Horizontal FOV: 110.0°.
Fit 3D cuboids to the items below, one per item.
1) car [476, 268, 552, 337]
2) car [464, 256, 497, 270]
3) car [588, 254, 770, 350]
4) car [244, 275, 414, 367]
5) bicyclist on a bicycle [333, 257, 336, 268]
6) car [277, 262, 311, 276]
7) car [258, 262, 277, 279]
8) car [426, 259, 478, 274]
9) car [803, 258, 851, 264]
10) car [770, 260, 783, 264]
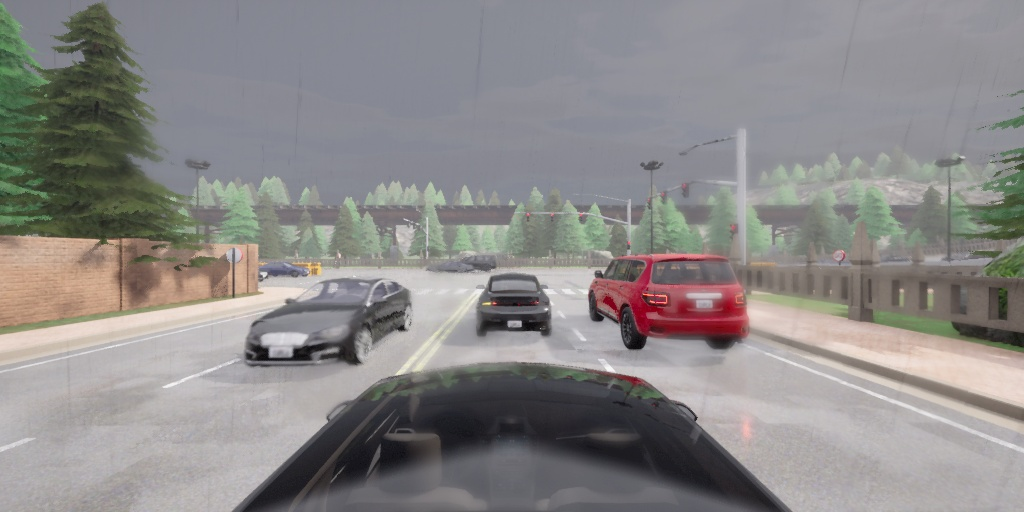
[{"bbox_3d":[0.021,1.255,10.334,1.837,1.490,4.892,0,0,-1],"label":"car"},{"bbox_3d":[-4.615,0.971,44.547,5.566,2.045,2.150,0,0,0],"label":"car"},{"bbox_3d":[3.517,0.971,9.233,2.150,2.045,5.566,0,0,0],"label":"car"},{"bbox_3d":[-3.622,1.241,8.061,2.128,1.511,4.902,0,0,0],"label":"car"},{"bbox_3d":[-27.410,1.051,55.790,0.582,1.620,1.656,0,0,0],"label":"bicyclist on a bicycle"},{"bbox_3d":[-21.555,1.276,33.817,4.674,1.442,1.812,0,0,0],"label":"car"},{"bbox_3d":[-20.932,1.242,26.804,4.902,1.511,2.128,0,0,0],"label":"car"},{"bbox_3d":[-6.985,1.297,41.042,5.357,1.411,2.033,0,0,0],"label":"car"},{"bbox_3d":[36.844,1.064,41.154,4.553,1.767,2.097,-1,0,0],"label":"car"},{"bbox_3d":[33.727,1.237,48.136,4.902,1.511,2.128,0,0,0],"label":"car"}]
